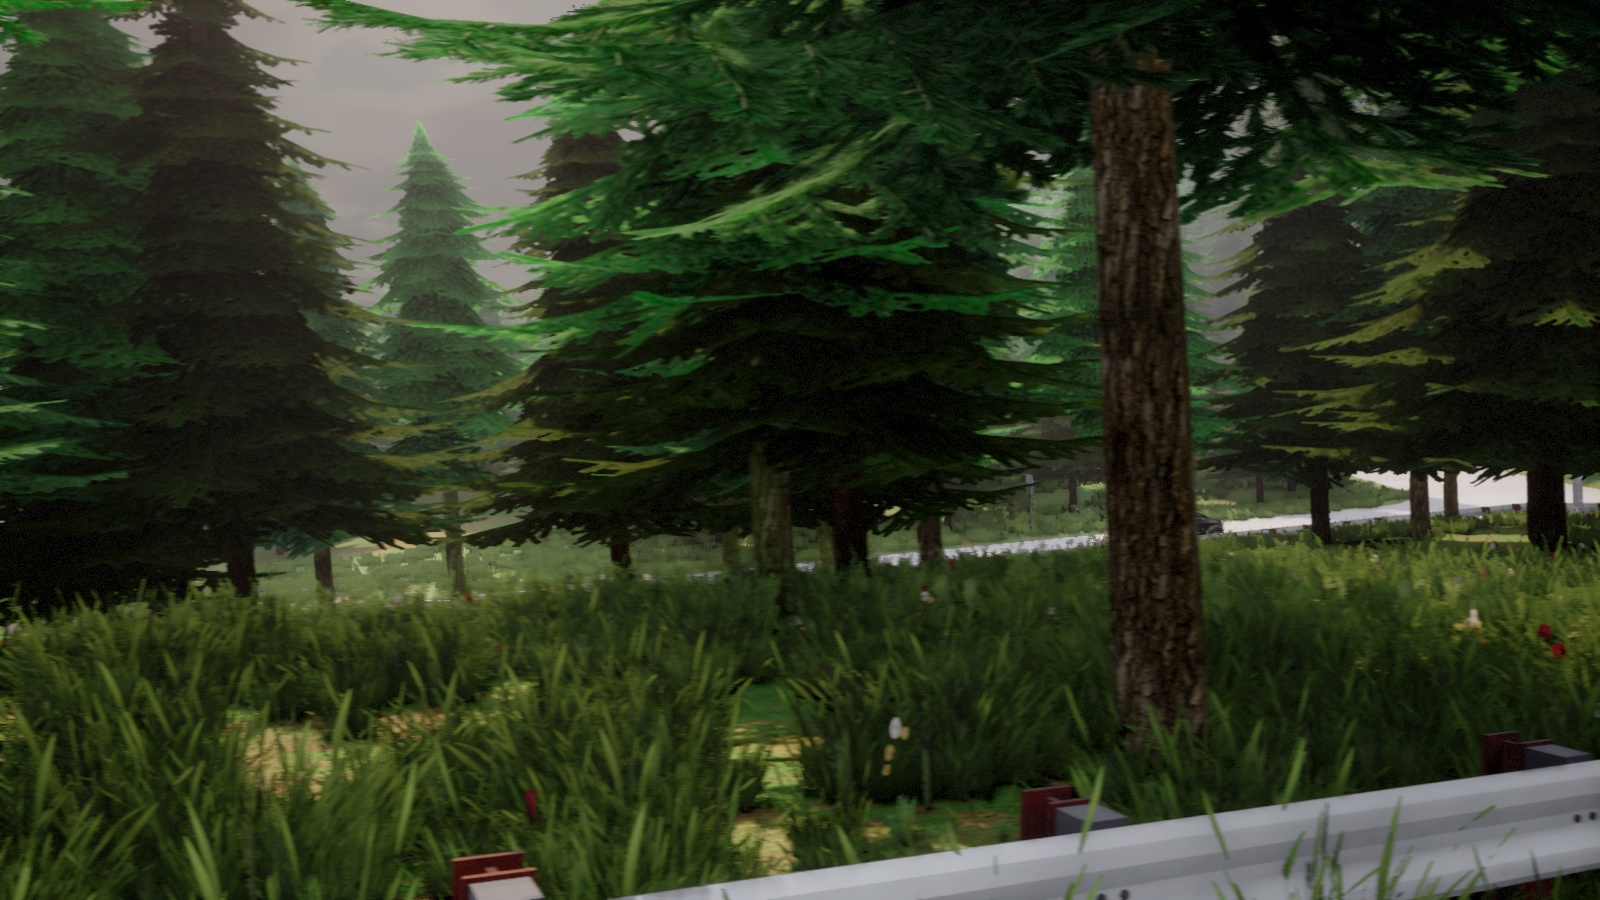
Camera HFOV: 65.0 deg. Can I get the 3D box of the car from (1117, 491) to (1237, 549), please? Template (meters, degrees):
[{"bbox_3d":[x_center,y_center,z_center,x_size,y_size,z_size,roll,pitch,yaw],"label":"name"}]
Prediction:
[{"bbox_3d":[13.670,2.511,45.611,3.705,1.549,1.789,-6,3,-15],"label":"car"}]
